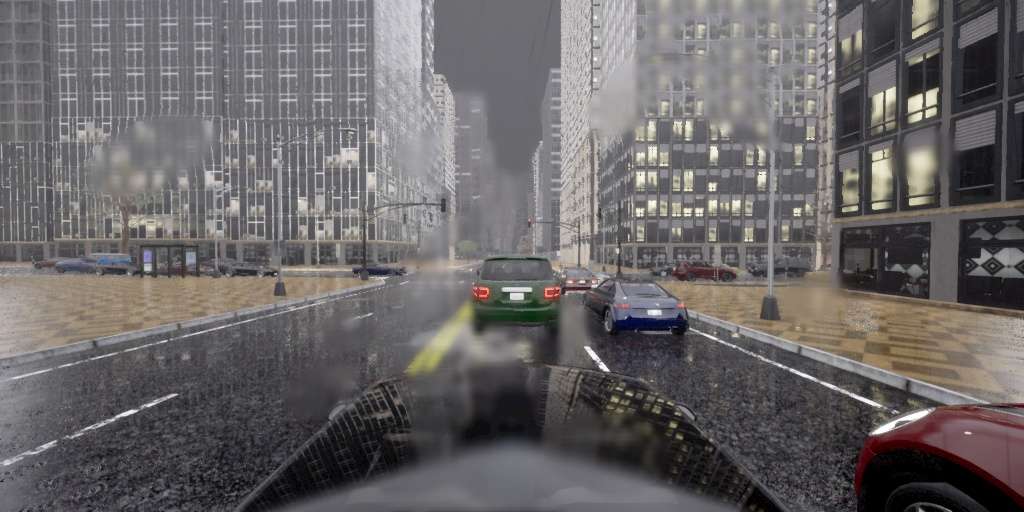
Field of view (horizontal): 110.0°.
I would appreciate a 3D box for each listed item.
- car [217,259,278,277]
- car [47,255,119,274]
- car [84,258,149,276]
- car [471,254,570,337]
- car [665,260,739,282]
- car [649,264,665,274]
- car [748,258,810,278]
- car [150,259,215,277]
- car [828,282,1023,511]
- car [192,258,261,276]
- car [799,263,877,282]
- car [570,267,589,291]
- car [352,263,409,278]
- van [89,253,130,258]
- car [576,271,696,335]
[{"bbox_3d":[-22.684,1.174,31.158,4.313,1.339,1.948,0,0,1],"label":"car"},{"bbox_3d":[-40.776,0.925,34.273,4.674,1.442,1.812,1,1,2],"label":"car"},{"bbox_3d":[-34.048,1.069,31.483,4.313,1.339,1.948,0,0,1],"label":"car"},{"bbox_3d":[0.114,0.967,10.434,2.150,2.045,5.566,0,0,0],"label":"car"},{"bbox_3d":[16.240,1.269,30.568,5.009,1.841,2.192,0,0,1],"label":"car"},{"bbox_3d":[16.470,1.367,36.369,4.892,1.490,1.837,0,1,-1],"label":"car"},{"bbox_3d":[27.019,1.176,36.143,5.566,2.045,2.150,1,1,1],"label":"car"},{"bbox_3d":[-28.368,1.138,31.300,4.207,1.307,1.802,0,0,1],"label":"car"},{"bbox_3d":[3.344,1.103,0.485,2.097,1.767,4.553,0,0,0],"label":"car"},{"bbox_3d":[-26.967,1.018,33.959,4.902,1.511,2.128,0,1,1],"label":"car"},{"bbox_3d":[27.688,1.579,30.353,4.829,1.417,1.751,0,0,1],"label":"car"},{"bbox_3d":[3.381,1.288,19.771,2.033,1.411,5.357,0,0,0],"label":"car"},{"bbox_3d":[-12.041,1.272,32.959,4.718,1.301,1.895,1,1,11],"label":"car"},{"bbox_3d":[-45.225,0.605,40.161,3.998,1.789,1.690,0,0,1],"label":"van"},{"bbox_3d":[3.371,1.310,10.528,1.994,1.385,4.181,0,0,-1],"label":"car"}]
